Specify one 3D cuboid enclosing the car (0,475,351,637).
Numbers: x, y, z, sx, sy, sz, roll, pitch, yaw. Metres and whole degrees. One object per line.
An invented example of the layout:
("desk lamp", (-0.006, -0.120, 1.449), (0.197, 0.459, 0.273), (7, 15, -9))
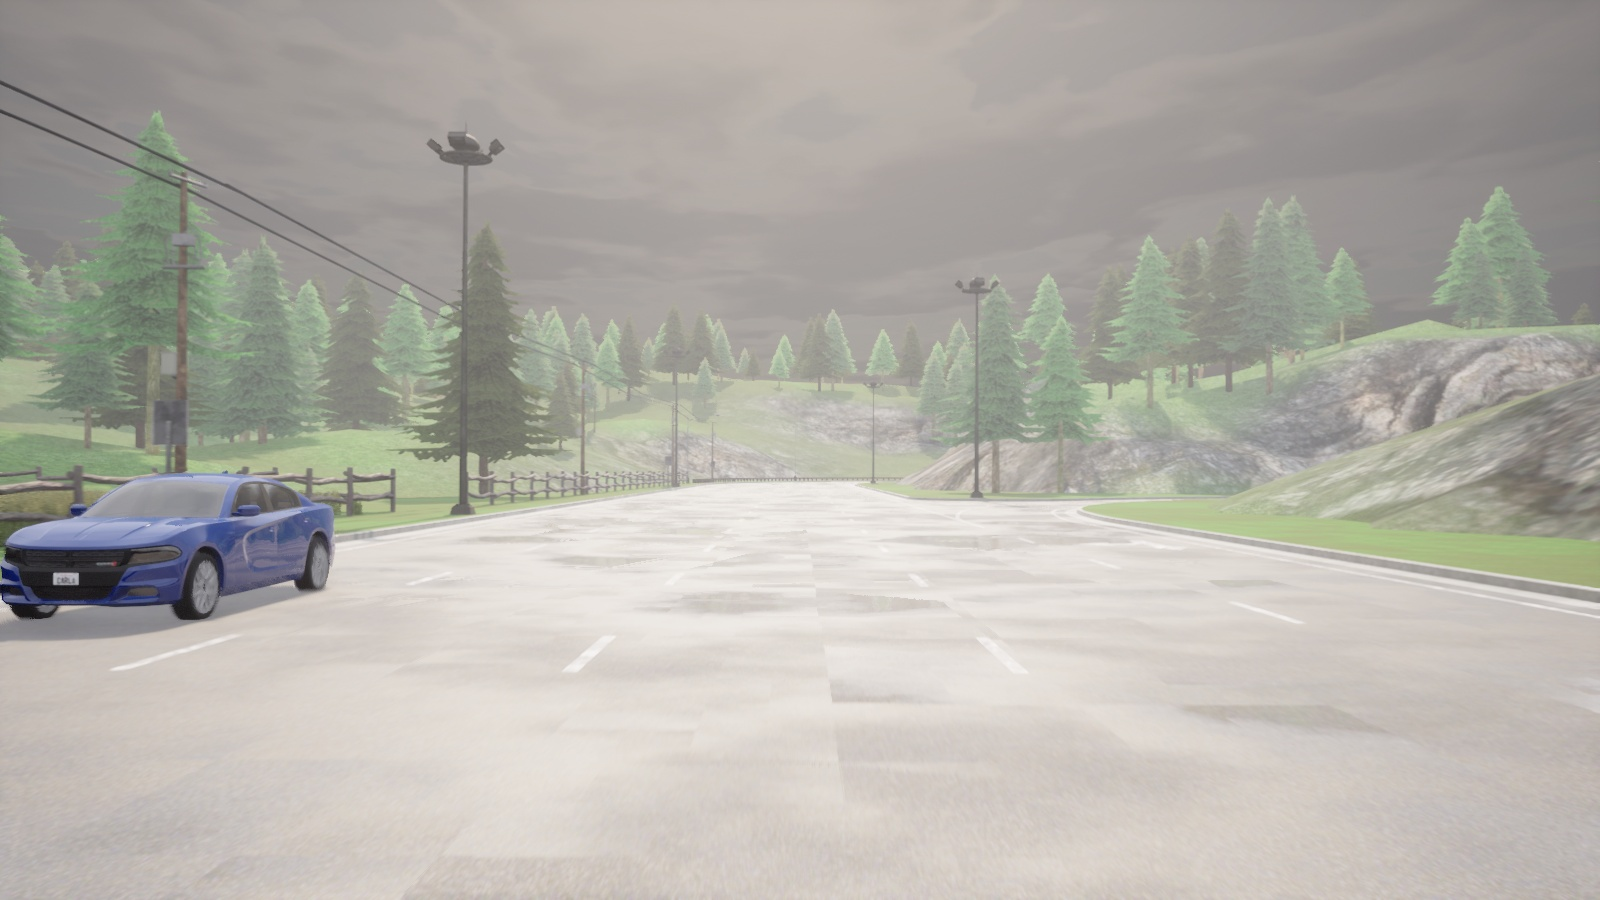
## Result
("car", (-7.035, 1.063, 14.538), (1.882, 1.535, 5.008), (0, -1, 0))
